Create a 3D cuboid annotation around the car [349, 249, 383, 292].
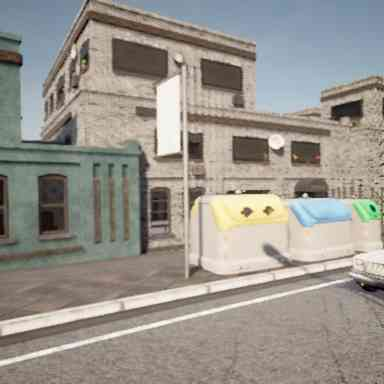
[{"bbox_3d":[5.714,1.573,7.521,4.718,1.301,1.895,0,0,-32],"label":"car"}]
